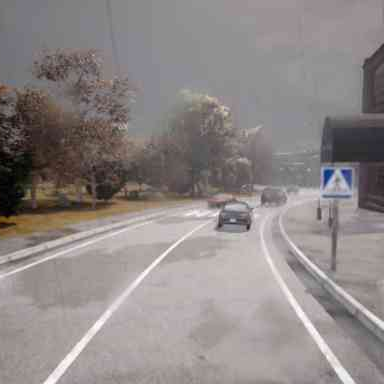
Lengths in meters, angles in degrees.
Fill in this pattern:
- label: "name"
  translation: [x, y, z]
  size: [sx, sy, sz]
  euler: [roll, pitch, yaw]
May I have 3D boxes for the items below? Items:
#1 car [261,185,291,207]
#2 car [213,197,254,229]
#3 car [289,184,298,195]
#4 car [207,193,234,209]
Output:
- label: "car"
  translation: [9.871, 0.575, 39.874]
  size: [2.150, 2.045, 5.566]
  euler: [2, 2, 26]
- label: "car"
  translation: [2.714, 1.316, 20.062]
  size: [1.812, 1.442, 4.674]
  euler: [1, 1, 13]
- label: "car"
  translation: [21.337, -0.555, 70.593]
  size: [2.150, 2.045, 5.566]
  euler: [2, 3, 20]
- label: "car"
  translation: [3.090, 0.891, 33.604]
  size: [1.882, 1.535, 5.008]
  euler: [2, 2, 22]
